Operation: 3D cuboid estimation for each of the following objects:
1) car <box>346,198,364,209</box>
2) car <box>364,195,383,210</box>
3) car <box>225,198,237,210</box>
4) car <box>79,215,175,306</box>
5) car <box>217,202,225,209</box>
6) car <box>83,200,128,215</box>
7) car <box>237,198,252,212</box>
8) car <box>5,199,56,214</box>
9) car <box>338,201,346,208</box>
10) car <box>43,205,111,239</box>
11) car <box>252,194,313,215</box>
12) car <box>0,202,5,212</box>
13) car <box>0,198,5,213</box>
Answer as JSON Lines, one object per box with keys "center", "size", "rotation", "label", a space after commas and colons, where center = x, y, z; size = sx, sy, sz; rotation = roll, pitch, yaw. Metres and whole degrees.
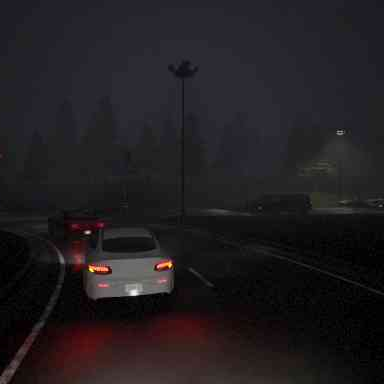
{"center": [23.536, 1.601, 44.182], "size": [4.718, 1.301, 1.895], "rotation": [0, 0, -14], "label": "car"}
{"center": [24.596, 1.221, 40.837], "size": [5.566, 2.045, 2.150], "rotation": [0, 0, -14], "label": "car"}
{"center": [6.827, 1.526, 40.127], "size": [4.674, 1.442, 1.812], "rotation": [0, 0, -14], "label": "car"}
{"center": [-1.650, 1.526, 8.089], "size": [1.812, 1.442, 4.674], "rotation": [0, 0, -16], "label": "car"}
{"center": [6.084, 1.546, 43.570], "size": [5.357, 1.411, 2.033], "rotation": [0, 0, -14], "label": "car"}
{"center": [-8.137, 1.492, 29.332], "size": [4.902, 1.511, 2.128], "rotation": [0, 0, -14], "label": "car"}
{"center": [8.309, 1.222, 36.907], "size": [5.566, 2.045, 2.150], "rotation": [0, 0, -14], "label": "car"}
{"center": [-16.716, 1.477, 34.460], "size": [5.008, 1.535, 1.882], "rotation": [0, 0, -14], "label": "car"}
{"center": [23.356, 1.526, 47.727], "size": [4.674, 1.442, 1.812], "rotation": [0, 0, -14], "label": "car"}
{"center": [-6.153, 1.601, 17.385], "size": [1.895, 1.301, 4.718], "rotation": [0, 0, -35], "label": "car"}
{"center": [9.383, 1.222, 33.566], "size": [5.566, 2.045, 2.150], "rotation": [0, 0, -14], "label": "car"}
{"center": [-20.138, 1.505, 30.034], "size": [4.892, 1.490, 1.837], "rotation": [0, 0, -14], "label": "car"}
{"center": [-23.570, 1.477, 36.406], "size": [5.008, 1.535, 1.882], "rotation": [0, 0, -14], "label": "car"}
